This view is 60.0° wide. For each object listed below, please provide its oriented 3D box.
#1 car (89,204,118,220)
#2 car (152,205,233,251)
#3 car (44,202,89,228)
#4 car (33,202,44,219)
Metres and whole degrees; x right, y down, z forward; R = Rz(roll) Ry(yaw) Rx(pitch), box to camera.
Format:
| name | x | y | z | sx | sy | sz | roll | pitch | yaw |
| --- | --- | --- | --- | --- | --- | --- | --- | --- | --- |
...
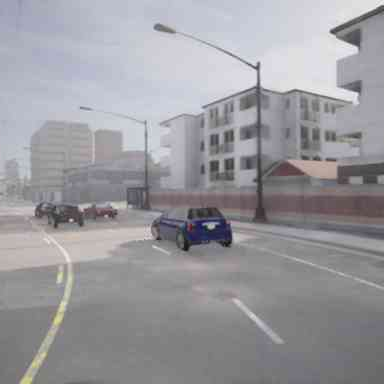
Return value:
| name | x | y | z | sx | sy | sz | roll | pitch | yaw |
| --- | --- | --- | --- | --- | --- | --- | --- | --- | --- |
| car | -7.998 | 1.641 | 28.673 | 1.895 | 1.301 | 4.718 | -1 | 0 | -30 |
| car | -0.161 | 1.328 | 14.365 | 2.097 | 1.767 | 4.553 | -1 | 0 | -25 |
| car | -8.794 | 1.561 | 23.026 | 1.837 | 1.490 | 4.892 | -1 | 0 | -30 |
| car | -13.389 | 1.622 | 30.921 | 1.812 | 1.442 | 4.674 | -1 | 0 | -31 |
